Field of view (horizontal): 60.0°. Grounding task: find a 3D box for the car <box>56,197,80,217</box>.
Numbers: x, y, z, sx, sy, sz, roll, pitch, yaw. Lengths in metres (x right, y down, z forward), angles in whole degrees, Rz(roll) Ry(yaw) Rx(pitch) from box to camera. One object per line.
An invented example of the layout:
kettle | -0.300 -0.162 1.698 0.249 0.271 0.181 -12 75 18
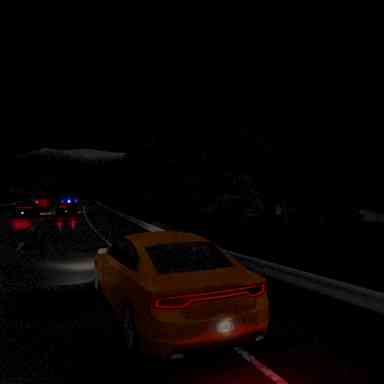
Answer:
car | -11.831 1.492 31.556 2.128 1.511 4.902 0 0 -19

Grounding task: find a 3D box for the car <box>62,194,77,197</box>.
car | -15.227 1.221 41.462 2.150 2.045 5.566 0 0 -18

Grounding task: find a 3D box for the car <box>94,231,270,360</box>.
car | -0.621 1.478 6.291 1.882 1.535 5.008 0 0 -24

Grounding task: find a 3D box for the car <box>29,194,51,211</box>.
car | -18.396 1.221 40.078 2.150 2.045 5.566 0 0 -19

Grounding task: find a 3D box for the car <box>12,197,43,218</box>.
car | -15.010 1.505 30.175 1.837 1.490 4.892 0 0 -19
